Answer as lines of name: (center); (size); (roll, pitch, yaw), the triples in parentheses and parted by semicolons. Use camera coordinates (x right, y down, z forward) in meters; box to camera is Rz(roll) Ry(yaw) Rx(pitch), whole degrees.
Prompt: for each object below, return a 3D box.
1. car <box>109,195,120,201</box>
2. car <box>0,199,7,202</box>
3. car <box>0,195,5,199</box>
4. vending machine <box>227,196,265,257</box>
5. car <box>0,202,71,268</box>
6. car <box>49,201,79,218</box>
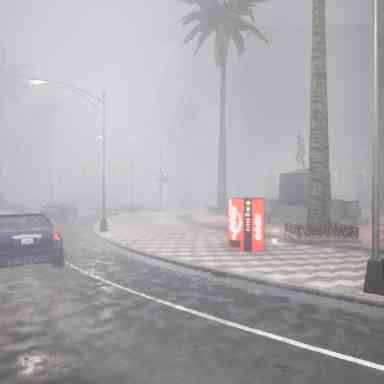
car: (-20.711, 1.513, 89.385); (2.161, 1.482, 4.786); (0, 0, 3)
car: (-14.986, 1.564, 27.998); (1.994, 1.385, 4.181); (0, 0, 3)
car: (-18.145, 1.226, 28.454); (2.150, 2.045, 5.566); (0, 0, 2)
vending machine: (1.979, 1.195, 12.184); (1.100, 2.100, 0.880); (0, 0, -42)
car: (-5.703, 1.351, 10.614); (2.097, 1.767, 4.553); (0, 0, -37)
car: (-10.813, 1.492, 27.443); (2.128, 1.511, 4.902); (0, 0, -3)
